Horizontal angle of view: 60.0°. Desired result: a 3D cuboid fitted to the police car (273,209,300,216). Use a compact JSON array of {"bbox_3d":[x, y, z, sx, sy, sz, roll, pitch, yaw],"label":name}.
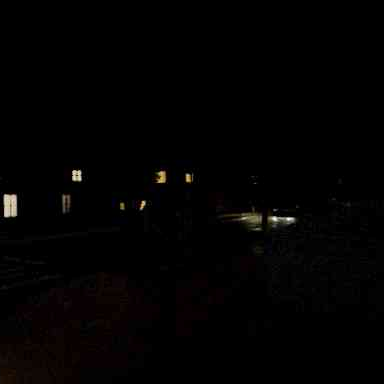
[{"bbox_3d":[10.609,1.889,37.153,2.038,1.542,4.974,-2,-1,34],"label":"police car"}]
